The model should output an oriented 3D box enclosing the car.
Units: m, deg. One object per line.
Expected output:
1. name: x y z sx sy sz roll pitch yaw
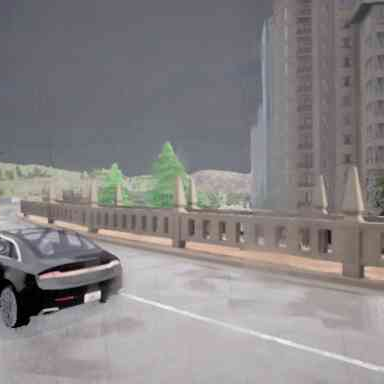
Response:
1. car: -3.472 1.501 7.036 4.902 1.511 2.128 0 0 40
